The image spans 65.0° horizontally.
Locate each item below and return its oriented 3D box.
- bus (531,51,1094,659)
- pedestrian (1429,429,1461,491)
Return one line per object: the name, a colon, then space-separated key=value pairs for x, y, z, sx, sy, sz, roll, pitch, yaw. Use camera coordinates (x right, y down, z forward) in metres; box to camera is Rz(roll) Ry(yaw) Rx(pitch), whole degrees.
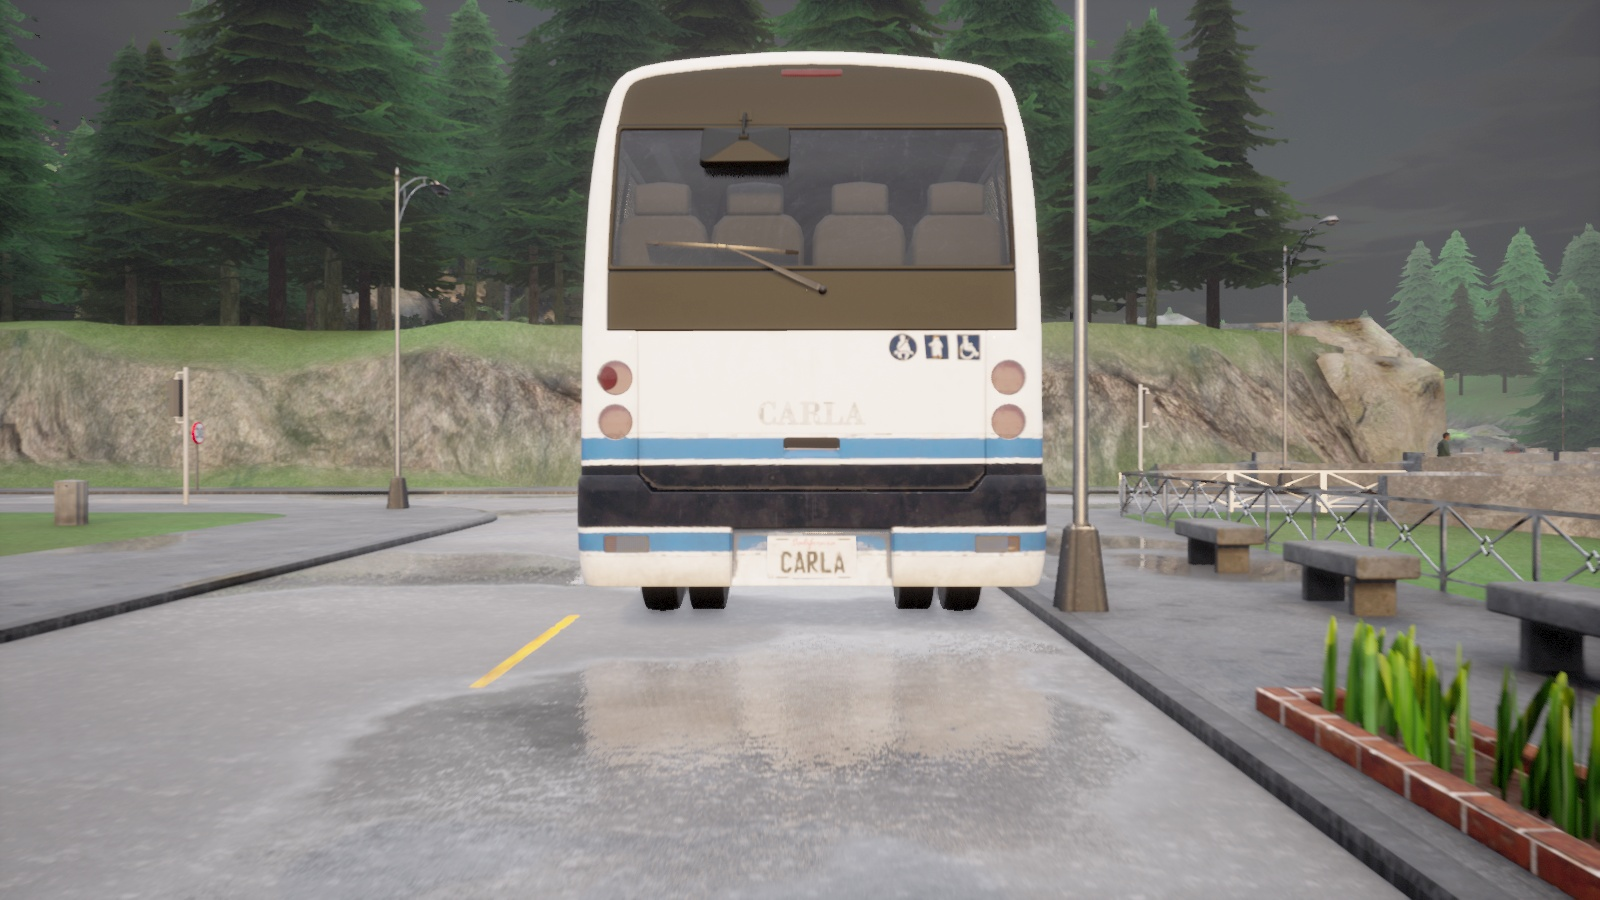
bus: x=0.120 y=-0.686 z=13.938 sx=3.944 sy=4.253 sz=10.273 roll=0 pitch=0 yaw=0
pedestrian: x=20.290 y=0.314 z=39.519 sx=0.788 sy=1.949 sz=0.423 roll=0 pitch=0 yaw=1
